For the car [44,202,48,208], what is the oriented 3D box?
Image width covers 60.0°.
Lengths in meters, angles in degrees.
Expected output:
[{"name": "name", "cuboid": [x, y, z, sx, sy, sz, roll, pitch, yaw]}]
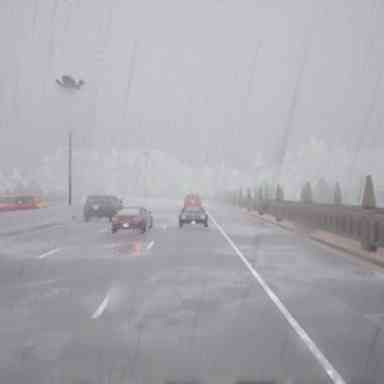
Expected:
[{"name": "car", "cuboid": [-17.605, 1.526, 36.462, 1.882, 1.535, 5.008, 0, 0, 0]}]

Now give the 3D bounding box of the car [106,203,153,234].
[{"name": "car", "cuboid": [-3.409, 1.544, 19.441, 1.812, 1.442, 4.674, 0, 0, 0]}]

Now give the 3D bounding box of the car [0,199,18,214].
[{"name": "car", "cuboid": [-21.105, 1.539, 35.818, 2.128, 1.511, 4.902, 0, 0, 0]}]

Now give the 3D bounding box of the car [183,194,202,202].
[{"name": "car", "cuboid": [0.092, 1.281, 41.467, 2.150, 2.045, 5.566, 0, 0, 0]}]

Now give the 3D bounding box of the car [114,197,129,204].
[{"name": "car", "cuboid": [-14.041, 1.708, 66.208, 1.994, 1.385, 4.181, 0, 0, 0]}]

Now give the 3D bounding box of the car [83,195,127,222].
[{"name": "car", "cuboid": [-6.913, 1.249, 26.599, 2.150, 2.045, 5.566, 0, 0, 0]}]

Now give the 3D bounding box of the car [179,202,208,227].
[{"name": "car", "cuboid": [0.090, 1.624, 23.097, 1.895, 1.301, 4.718, 0, 0, 0]}]

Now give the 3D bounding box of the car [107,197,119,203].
[{"name": "car", "cuboid": [-18.030, 1.802, 76.394, 1.895, 1.301, 4.718, 0, 0, -4]}]

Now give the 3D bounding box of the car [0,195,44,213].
[{"name": "car", "cuboid": [-14.109, 1.249, 25.980, 2.150, 2.045, 5.566, 0, 0, 0]}]

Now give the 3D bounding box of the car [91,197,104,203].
[{"name": "car", "cuboid": [-21.453, 1.755, 75.353, 1.994, 1.385, 4.181, 0, 0, -4]}]
